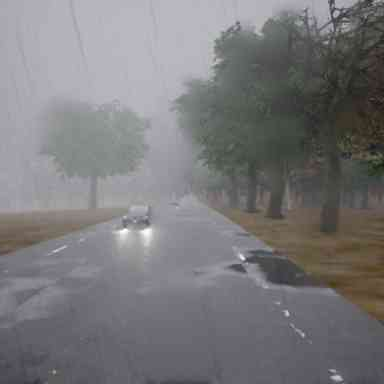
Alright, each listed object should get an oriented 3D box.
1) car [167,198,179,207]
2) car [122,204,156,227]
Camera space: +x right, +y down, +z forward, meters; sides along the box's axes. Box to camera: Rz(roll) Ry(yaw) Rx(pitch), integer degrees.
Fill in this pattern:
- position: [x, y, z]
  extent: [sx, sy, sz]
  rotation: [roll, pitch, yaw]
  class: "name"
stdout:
- position: [-3.560, 1.970, 64.380]
  extent: [2.097, 1.767, 4.553]
  rotation: [0, -1, 0]
  class: "car"
- position: [-3.615, 1.601, 23.403]
  extent: [1.812, 1.442, 4.674]
  rotation: [0, 0, 0]
  class: "car"
